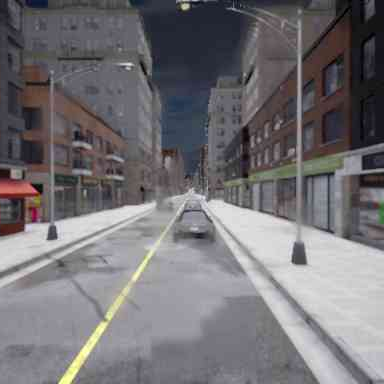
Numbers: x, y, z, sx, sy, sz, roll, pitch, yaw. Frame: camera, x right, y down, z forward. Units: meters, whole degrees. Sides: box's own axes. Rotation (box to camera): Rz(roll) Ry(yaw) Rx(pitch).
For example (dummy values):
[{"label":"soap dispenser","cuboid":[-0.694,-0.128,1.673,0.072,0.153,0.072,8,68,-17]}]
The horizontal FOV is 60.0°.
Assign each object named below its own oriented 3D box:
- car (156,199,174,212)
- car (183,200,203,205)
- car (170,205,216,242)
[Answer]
[{"label":"car","cuboid":[-3.073,1.516,38.448,1.812,1.442,4.674,0,0,0]},{"label":"car","cuboid":[0.107,1.540,34.393,2.033,1.411,5.357,0,0,0]},{"label":"car","cuboid":[0.102,1.561,16.400,1.994,1.385,4.181,0,0,0]}]
